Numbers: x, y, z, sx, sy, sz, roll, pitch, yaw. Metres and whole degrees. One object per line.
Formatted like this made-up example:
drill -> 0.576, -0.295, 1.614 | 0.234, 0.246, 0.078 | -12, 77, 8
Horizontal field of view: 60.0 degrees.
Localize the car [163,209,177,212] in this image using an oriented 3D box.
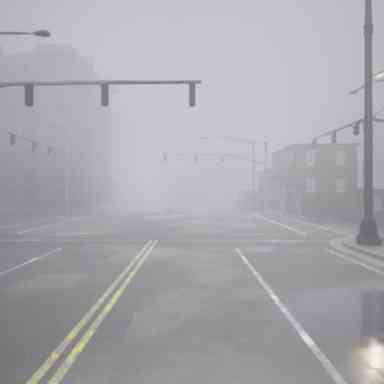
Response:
car -> -3.557, 3.506, 54.570 | 2.097, 1.767, 4.553 | 0, -12, 0
